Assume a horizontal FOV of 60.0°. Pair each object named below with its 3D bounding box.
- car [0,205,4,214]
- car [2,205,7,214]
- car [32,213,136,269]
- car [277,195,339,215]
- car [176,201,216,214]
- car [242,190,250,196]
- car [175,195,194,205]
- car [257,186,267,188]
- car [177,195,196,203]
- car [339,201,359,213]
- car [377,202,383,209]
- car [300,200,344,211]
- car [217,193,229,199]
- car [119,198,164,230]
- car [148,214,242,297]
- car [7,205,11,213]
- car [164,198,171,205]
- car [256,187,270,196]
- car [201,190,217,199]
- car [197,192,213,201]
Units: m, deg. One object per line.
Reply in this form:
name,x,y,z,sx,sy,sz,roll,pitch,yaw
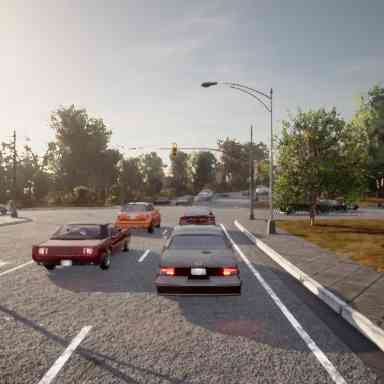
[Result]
car,-3.408,1.222,1.359,2.150,2.045,5.566,0,0,-1
car,-21.556,1.708,32.839,4.902,1.511,2.128,-1,0,4
car,-3.336,1.618,11.130,1.895,1.301,4.718,0,0,1
car,11.588,1.299,34.201,5.566,2.045,2.150,0,0,4
car,0.330,1.518,18.539,1.882,1.535,5.008,0,0,2
car,14.325,0.261,84.711,2.128,1.511,4.902,0,3,33
car,-1.320,1.636,58.035,2.033,1.411,5.357,0,1,15
car,20.017,-0.763,93.188,2.150,2.045,5.566,0,3,38
car,-1.105,1.372,69.374,2.033,1.411,5.357,0,2,21
car,16.123,1.646,37.739,4.718,1.301,1.895,-1,0,4
car,25.750,1.401,40.656,5.357,1.411,2.033,-2,0,3
car,16.053,1.662,41.249,4.718,1.301,1.895,-1,0,4
car,7.141,0.838,79.072,1.895,1.301,4.718,0,3,26
car,-3.138,1.397,20.108,2.097,1.767,4.553,0,0,2
car,0.144,1.558,8.792,2.033,1.411,5.357,0,0,0
car,-22.425,1.745,36.385,4.902,1.511,2.128,-1,0,2
car,-5.152,1.715,57.272,1.895,1.301,4.718,0,1,16
car,17.866,0.264,83.786,1.895,1.301,4.718,0,3,33
car,3.240,0.570,79.116,2.150,2.045,5.566,0,3,26
car,2.648,1.297,69.313,1.812,1.442,4.674,0,2,21
